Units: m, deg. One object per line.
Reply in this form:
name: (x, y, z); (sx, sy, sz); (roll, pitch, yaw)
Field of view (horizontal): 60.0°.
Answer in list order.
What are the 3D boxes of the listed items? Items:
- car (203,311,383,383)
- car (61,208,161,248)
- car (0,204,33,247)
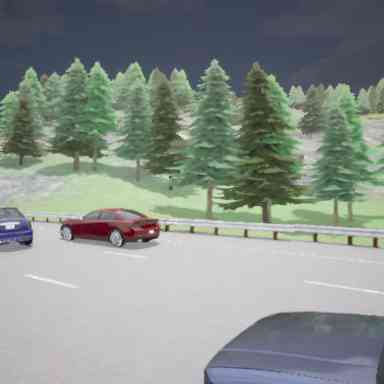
car: (2.626, 1.541, 2.063); (5.357, 1.411, 2.033); (0, 0, 36)
car: (-3.707, 1.451, 14.695); (5.008, 1.535, 1.882); (0, 0, 32)
car: (-8.626, 1.330, 13.609); (4.553, 1.767, 2.097); (0, 0, 31)
